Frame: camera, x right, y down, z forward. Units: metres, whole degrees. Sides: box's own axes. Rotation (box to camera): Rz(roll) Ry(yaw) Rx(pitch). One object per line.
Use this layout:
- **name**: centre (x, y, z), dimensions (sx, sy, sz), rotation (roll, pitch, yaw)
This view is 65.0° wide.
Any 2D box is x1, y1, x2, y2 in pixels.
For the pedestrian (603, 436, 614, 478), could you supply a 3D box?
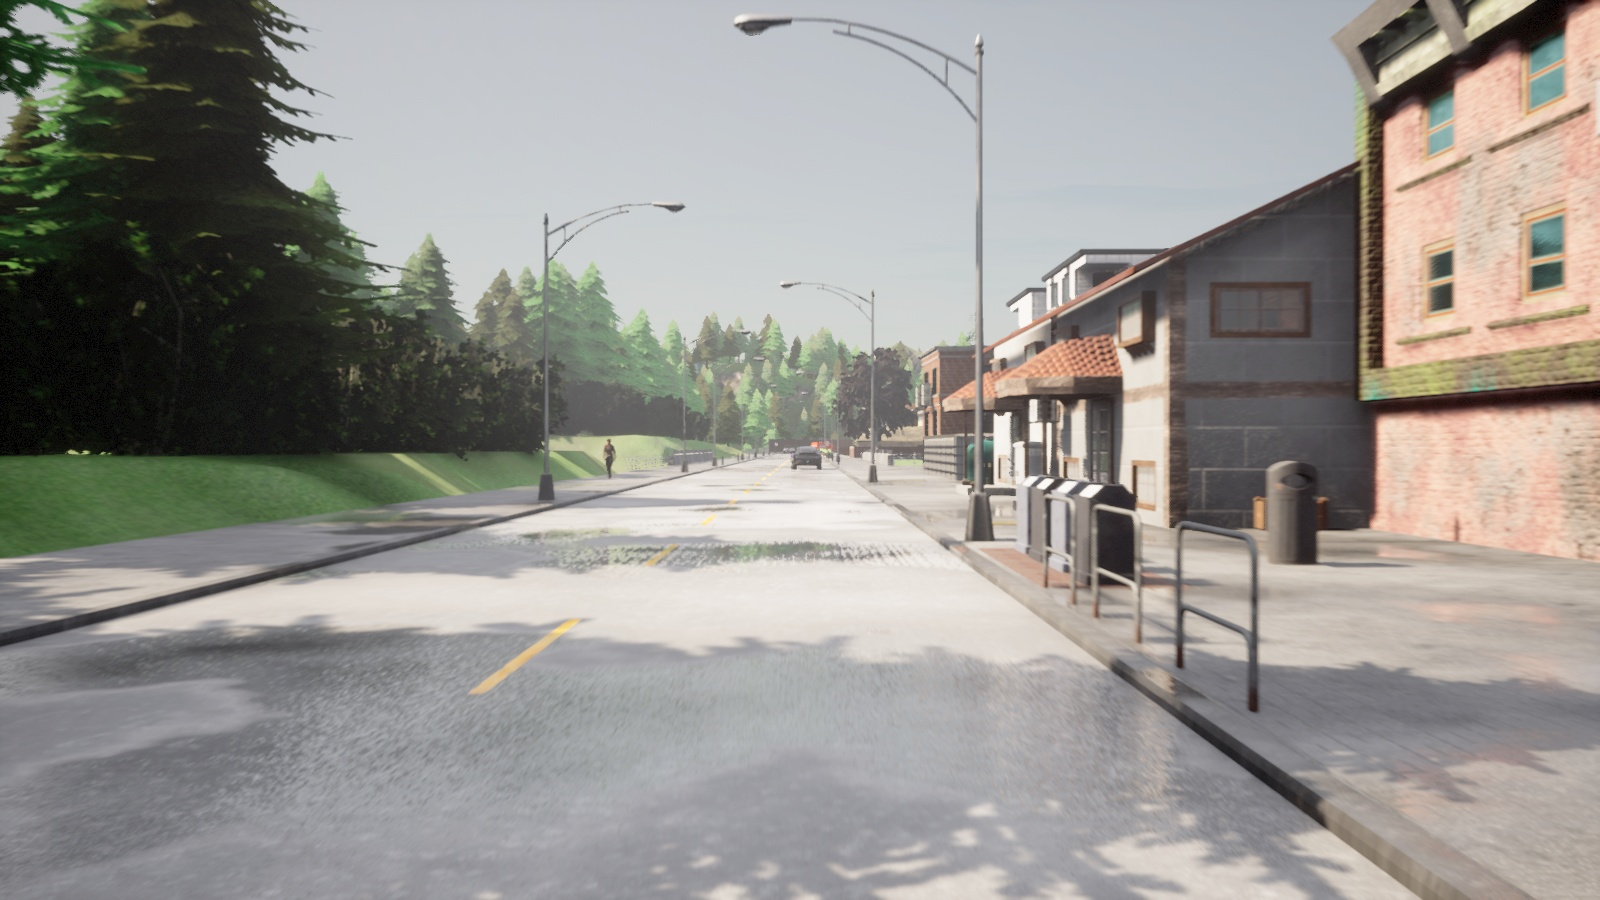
- **pedestrian**: centre (-8.211, 0.304, 53.891), dimensions (0.328, 1.805, 0.869), rotation (0, 0, 0)

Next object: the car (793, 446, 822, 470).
- **car**: centre (0.465, 0.523, 82.490), dimensions (1.837, 1.490, 4.892), rotation (1, 0, 0)
